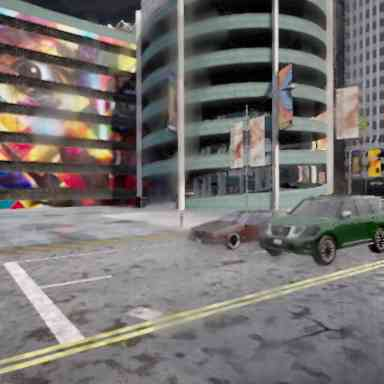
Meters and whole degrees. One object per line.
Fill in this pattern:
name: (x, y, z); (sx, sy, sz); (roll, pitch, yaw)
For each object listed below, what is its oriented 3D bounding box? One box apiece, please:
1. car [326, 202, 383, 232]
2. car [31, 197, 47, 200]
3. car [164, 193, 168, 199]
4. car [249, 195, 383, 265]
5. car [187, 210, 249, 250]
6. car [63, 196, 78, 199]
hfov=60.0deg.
car: (10.641, 1.425, 20.173); (5.357, 1.411, 2.033); (0, 0, -35)
car: (-20.922, 1.264, 45.488); (2.002, 1.452, 4.674); (0, 0, -36)
car: (-7.233, 0.816, 70.917); (2.435, 2.045, 5.566); (0, 0, -36)
car: (4.871, 1.157, 11.781); (5.566, 2.045, 2.150); (0, 0, -36)
car: (2.433, 1.486, 14.331); (5.357, 1.411, 2.033); (0, 0, -36)
car: (-21.747, 1.362, 59.421); (1.895, 1.301, 4.718); (0, 0, -36)
